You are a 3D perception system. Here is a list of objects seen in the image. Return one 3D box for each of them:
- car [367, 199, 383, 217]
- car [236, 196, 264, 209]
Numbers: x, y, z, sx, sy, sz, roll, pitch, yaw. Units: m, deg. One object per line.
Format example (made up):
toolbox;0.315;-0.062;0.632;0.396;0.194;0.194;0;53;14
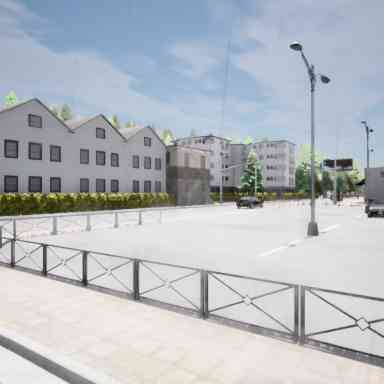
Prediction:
car;15.430;1.298;26.804;2.007;1.523;4.514;0;0;35
car;7.373;1.286;41.946;1.882;1.535;5.008;0;0;35
